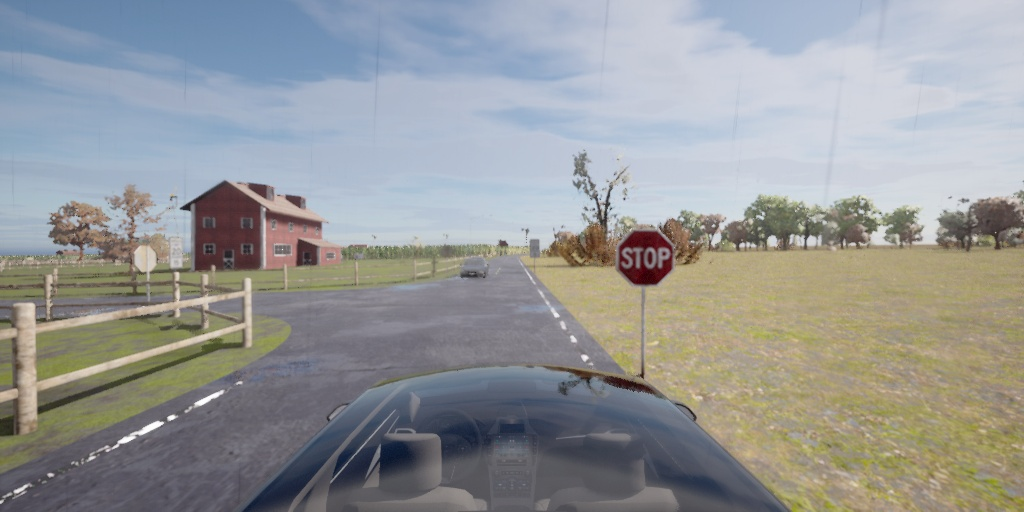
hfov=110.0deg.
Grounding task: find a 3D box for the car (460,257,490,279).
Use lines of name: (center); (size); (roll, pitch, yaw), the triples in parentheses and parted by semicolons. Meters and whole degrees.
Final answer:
car: (-2.731, 0.889, 26.901); (1.837, 1.490, 4.892); (0, 3, 0)
